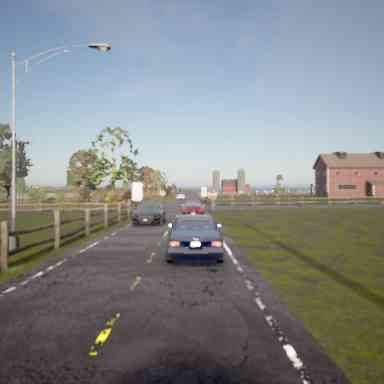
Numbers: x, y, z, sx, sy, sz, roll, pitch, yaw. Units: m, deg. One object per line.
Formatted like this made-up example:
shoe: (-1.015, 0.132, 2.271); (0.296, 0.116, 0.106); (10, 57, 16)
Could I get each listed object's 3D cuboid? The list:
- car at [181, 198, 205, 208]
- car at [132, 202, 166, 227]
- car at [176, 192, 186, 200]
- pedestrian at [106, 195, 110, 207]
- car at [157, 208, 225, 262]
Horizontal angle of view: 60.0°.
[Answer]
car: (0.103, 1.448, 27.372); (1.812, 1.442, 4.674); (0, 0, 0)
car: (-2.822, 1.413, 22.688); (1.882, 1.535, 5.008); (0, 0, 0)
car: (-2.746, 0.997, 83.069); (2.150, 2.045, 5.566); (0, 0, 0)
pedestrian: (-12.155, 1.281, 47.948); (0.375, 1.860, 0.375); (0, 1, 0)
car: (0.102, 1.513, 11.912); (2.033, 1.411, 5.357); (0, 0, 0)
